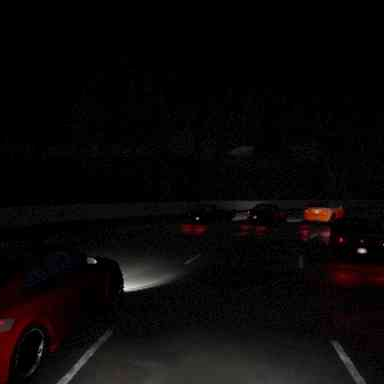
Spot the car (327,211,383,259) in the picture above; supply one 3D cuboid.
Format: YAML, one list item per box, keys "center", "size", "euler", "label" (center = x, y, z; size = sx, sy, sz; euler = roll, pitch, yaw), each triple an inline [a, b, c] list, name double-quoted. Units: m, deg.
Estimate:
- center: [6.507, 1.681, 13.182]
  size: [1.895, 1.301, 4.718]
  euler: [0, 0, 21]
  label: "car"

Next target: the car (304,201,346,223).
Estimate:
- center: [10.433, 1.495, 25.870]
  size: [2.097, 1.767, 4.553]
  euler: [0, 0, 39]
  label: "car"

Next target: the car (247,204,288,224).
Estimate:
- center: [5.911, 1.638, 25.885]
  size: [1.812, 1.442, 4.674]
  euler: [0, 0, 36]
  label: "car"

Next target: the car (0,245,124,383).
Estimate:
- center: [-2.638, 1.562, 5.463]
  size: [1.994, 1.385, 4.181]
  euler: [0, 0, 8]
  label: "car"

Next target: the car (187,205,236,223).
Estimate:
- center: [1.659, 1.686, 26.404]
  size: [1.895, 1.301, 4.718]
  euler: [0, 0, 34]
  label: "car"
